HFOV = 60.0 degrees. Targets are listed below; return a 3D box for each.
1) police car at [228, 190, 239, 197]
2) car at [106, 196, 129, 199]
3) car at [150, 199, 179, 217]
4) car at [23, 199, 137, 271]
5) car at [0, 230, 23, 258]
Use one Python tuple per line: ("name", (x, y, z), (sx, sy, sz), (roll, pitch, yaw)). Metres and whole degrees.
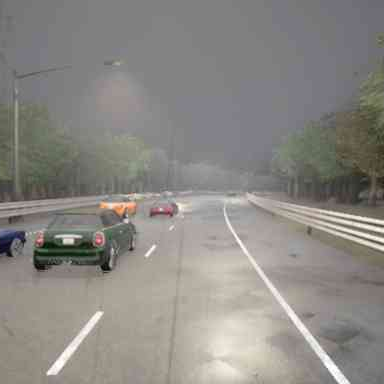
("police car", (9.813, 0.425, 81.274), (1.930, 1.638, 5.238), (0, 1, 12))
("car", (-5.888, 1.113, 26.949), (2.097, 1.767, 4.553), (0, 1, 4))
("car", (-2.296, 1.307, 28.110), (1.994, 1.385, 4.181), (0, 1, 4))
("car", (-3.181, 1.290, 10.832), (2.097, 1.767, 4.553), (0, 0, 2))
("car", (-6.733, 1.546, 9.508), (1.895, 1.301, 4.718), (0, 0, 1))
